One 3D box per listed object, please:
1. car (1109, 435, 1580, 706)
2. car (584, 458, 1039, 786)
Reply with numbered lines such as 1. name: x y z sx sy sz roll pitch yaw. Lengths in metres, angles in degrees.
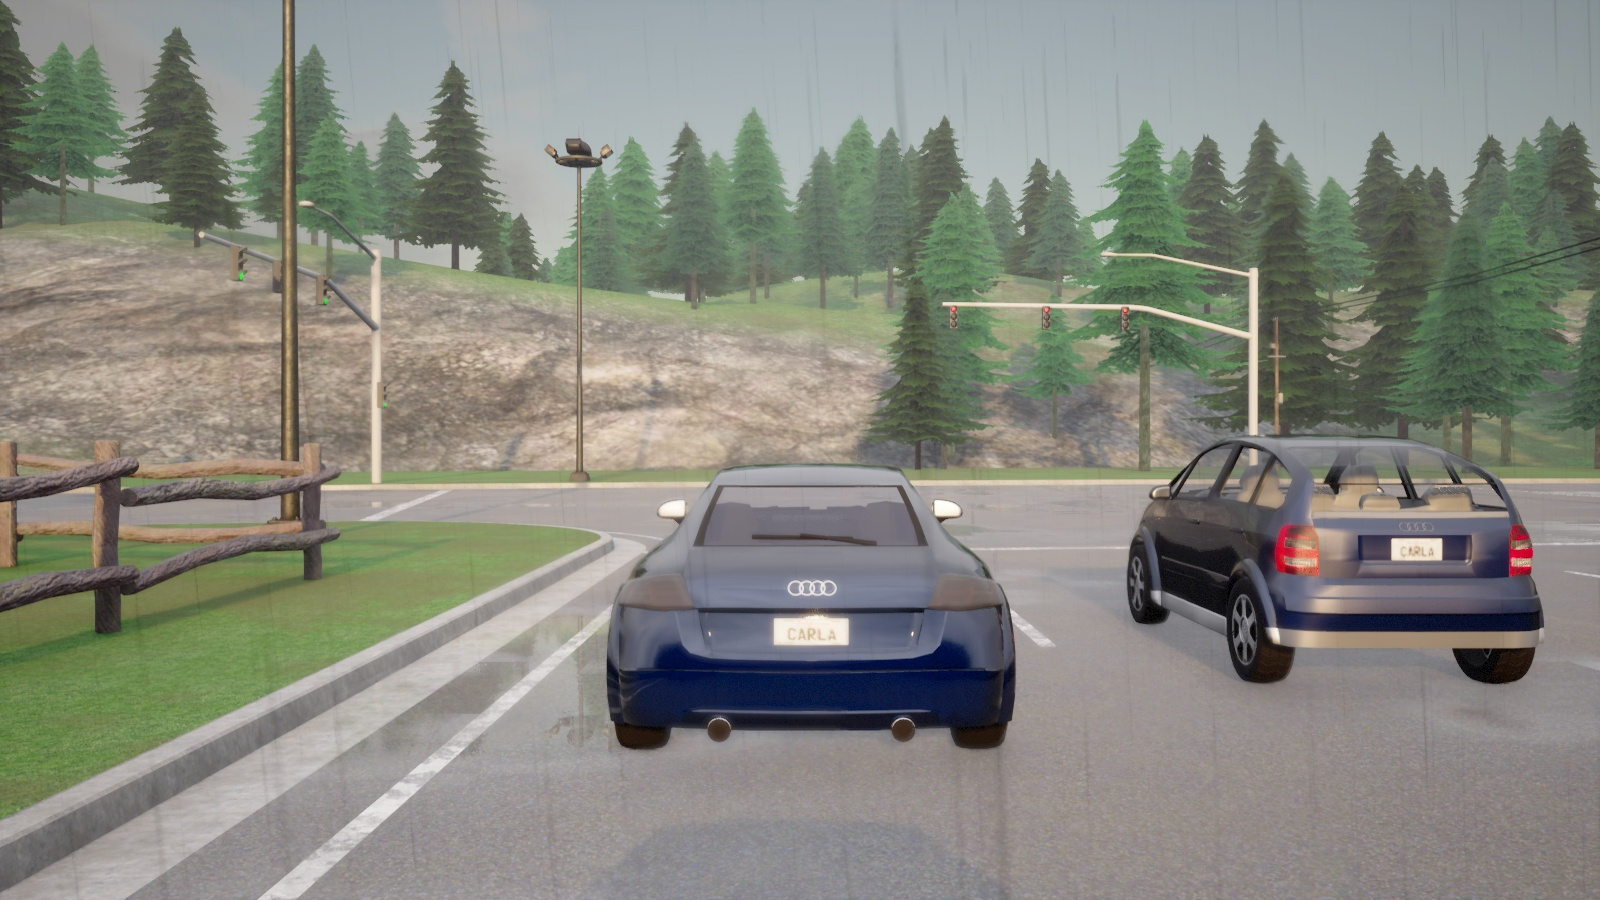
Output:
1. car: 3.566 0.675 9.031 1.789 1.549 3.705 0 0 0
2. car: 0.058 0.766 7.592 1.994 1.385 4.181 0 0 0
